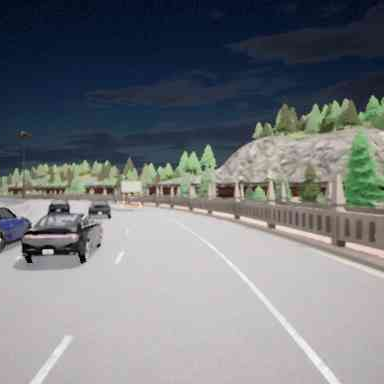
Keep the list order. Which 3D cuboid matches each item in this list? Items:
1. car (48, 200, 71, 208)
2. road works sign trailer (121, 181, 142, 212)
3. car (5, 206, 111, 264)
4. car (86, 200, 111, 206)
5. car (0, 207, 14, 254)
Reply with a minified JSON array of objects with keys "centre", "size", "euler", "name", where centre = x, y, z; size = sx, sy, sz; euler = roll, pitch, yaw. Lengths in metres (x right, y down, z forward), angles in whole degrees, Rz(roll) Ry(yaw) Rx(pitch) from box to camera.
[{"centre":[-12.775,1.481,32.158],"size":[1.882,1.535,5.008],"euler":[0,0,-19],"name":"car"},{"centre":[-6.996,0.407,38.526],"size":[2.380,3.560,2.880],"euler":[0,0,-9],"name":"road works sign trailer"},{"centre":[-4.368,1.482,11.832],"size":[2.128,1.511,4.902],"euler":[0,0,-7],"name":"car"},{"centre":[-8.265,1.481,29.639],"size":[1.837,1.490,4.892],"euler":[0,0,-17],"name":"car"},{"centre":[-8.128,1.360,13.405],"size":[2.097,1.767,4.553],"euler":[0,0,-8],"name":"car"}]
